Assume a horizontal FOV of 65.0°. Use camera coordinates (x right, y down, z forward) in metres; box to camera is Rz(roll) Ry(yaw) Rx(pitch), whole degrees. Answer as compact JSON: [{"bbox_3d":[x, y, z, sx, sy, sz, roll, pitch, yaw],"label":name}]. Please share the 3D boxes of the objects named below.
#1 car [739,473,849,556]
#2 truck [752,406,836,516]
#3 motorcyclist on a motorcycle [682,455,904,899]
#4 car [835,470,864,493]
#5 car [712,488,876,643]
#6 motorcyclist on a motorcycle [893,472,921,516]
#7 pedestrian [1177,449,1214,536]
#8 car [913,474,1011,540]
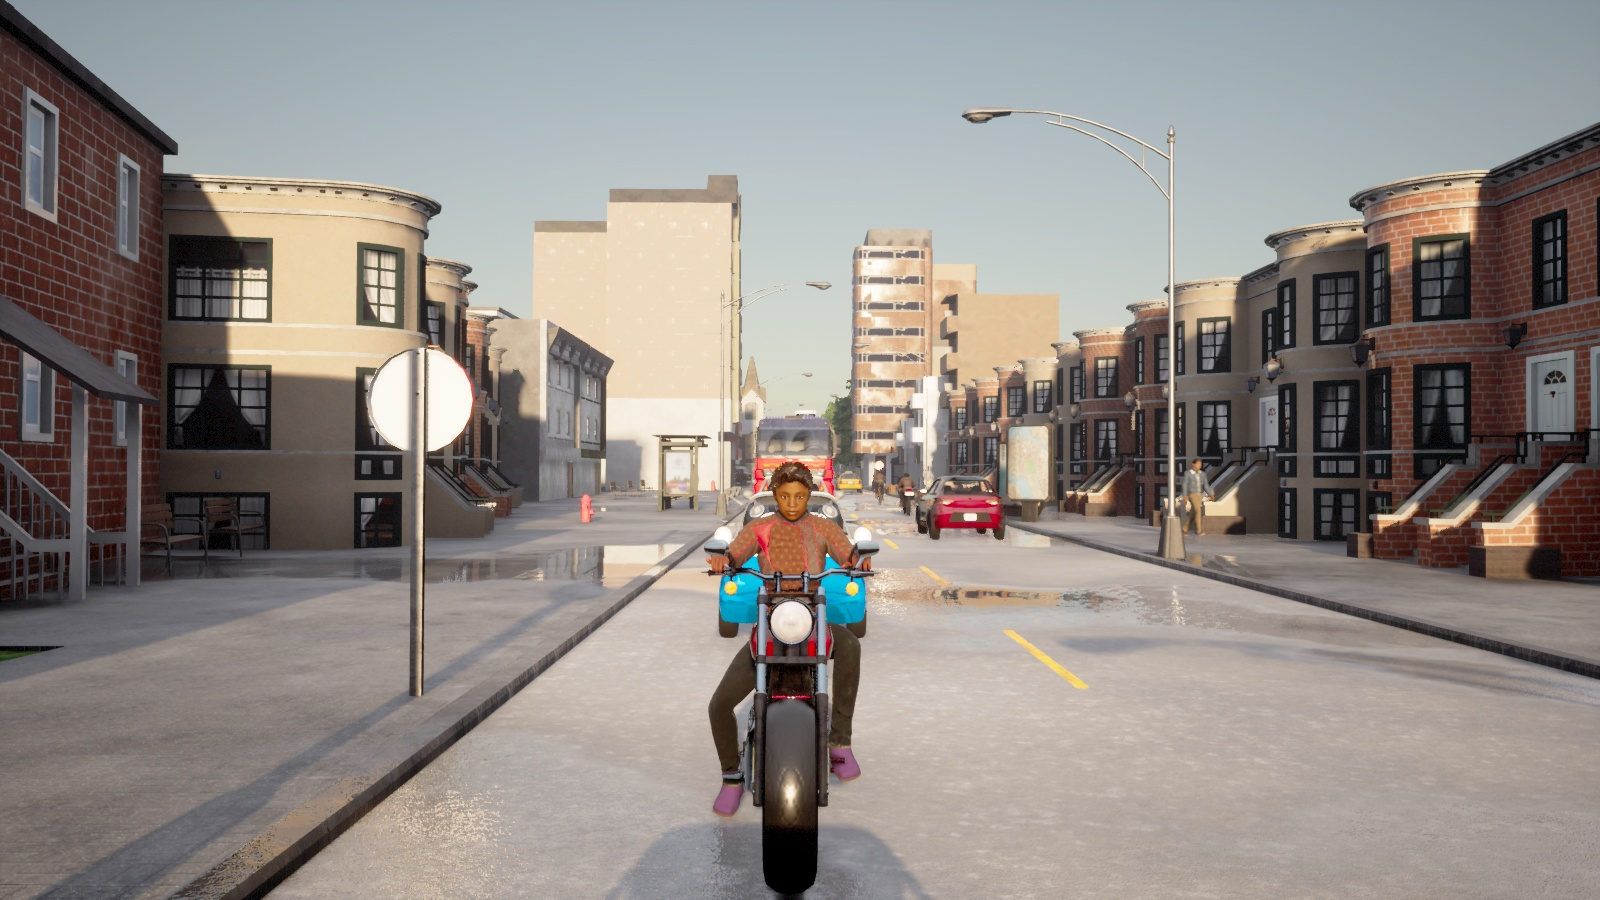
[{"bbox_3d":[-0.117,1.190,24.474,1.970,1.475,3.806,0,-1,0],"label":"car"},{"bbox_3d":[-0.228,0.456,48.070,2.891,3.827,8.468,0,-1,0],"label":"truck"},{"bbox_3d":[-0.031,0.858,5.541,0.766,1.649,2.350,0,-1,0],"label":"motorcyclist on a motorcycle"},{"bbox_3d":[3.548,2.263,90.953,1.801,1.575,5.366,0,-1,0],"label":"car"},{"bbox_3d":[-0.062,1.078,12.451,1.481,1.376,2.207,0,-1,0],"label":"car"},{"bbox_3d":[3.793,1.528,44.576,0.797,1.523,2.044,0,-1,0],"label":"motorcyclist on a motorcycle"},{"bbox_3d":[8.980,0.966,28.538,0.423,1.949,0.788,0,-1,-17],"label":"pedestrian"},{"bbox_3d":[3.856,1.324,30.546,1.816,1.474,4.193,0,-1,0],"label":"car"}]
